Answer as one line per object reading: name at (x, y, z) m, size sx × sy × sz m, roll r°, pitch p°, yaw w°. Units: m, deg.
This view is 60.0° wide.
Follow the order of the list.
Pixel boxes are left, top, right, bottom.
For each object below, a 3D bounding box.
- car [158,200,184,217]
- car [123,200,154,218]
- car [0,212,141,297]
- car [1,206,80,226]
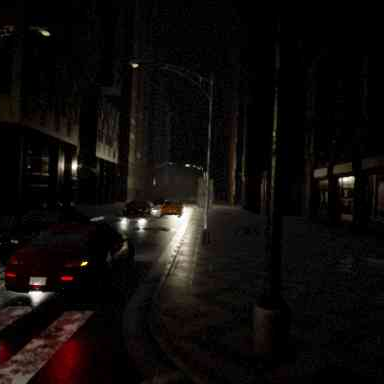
car at (-1.909, 1.627, 33.021) m, size 1.882 × 1.535 × 5.008 m, roll 2°, pitch 0°, yaw 2°
car at (-5.065, 1.481, 31.149) m, size 1.882 × 1.535 × 5.008 m, roll 2°, pitch 0°, yaw 2°
car at (-2.734, 1.481, 8.381) m, size 1.812 × 1.442 × 4.674 m, roll 2°, pitch 0°, yaw 2°
car at (-5.669, 1.340, 13.303) m, size 1.882 × 1.535 × 5.008 m, roll 2°, pitch 0°, yaw 2°
